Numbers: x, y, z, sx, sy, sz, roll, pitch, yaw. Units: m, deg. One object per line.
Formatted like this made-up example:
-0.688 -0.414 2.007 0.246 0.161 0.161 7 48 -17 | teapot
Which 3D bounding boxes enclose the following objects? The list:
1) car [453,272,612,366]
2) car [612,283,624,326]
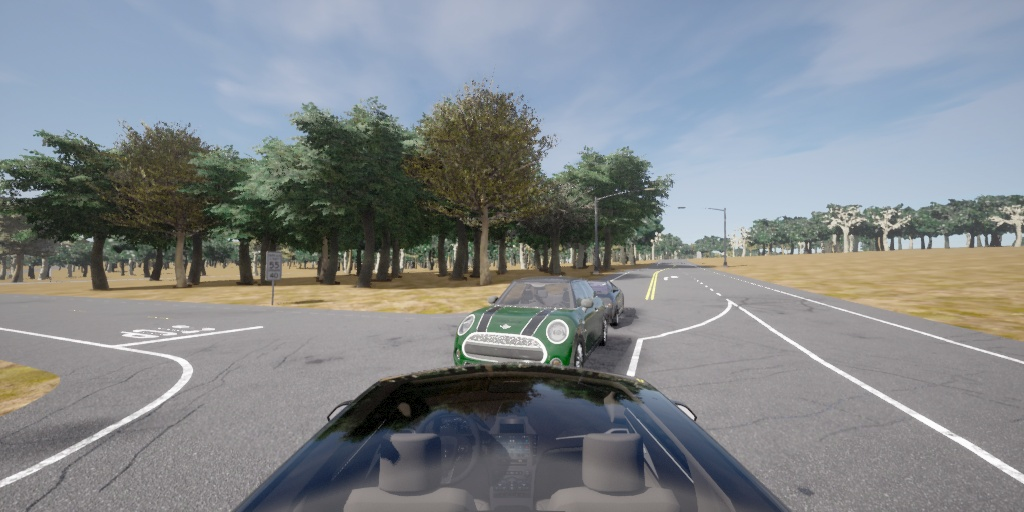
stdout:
0.672 1.223 7.488 2.097 1.767 4.553 -1 -2 22 | car
2.891 1.555 12.923 1.994 1.385 4.181 -2 0 22 | car
